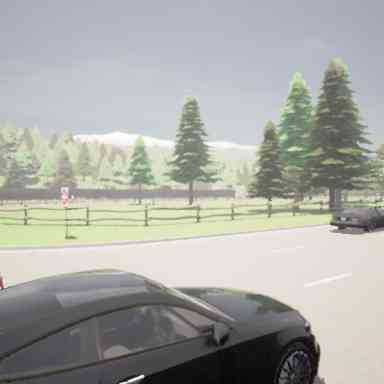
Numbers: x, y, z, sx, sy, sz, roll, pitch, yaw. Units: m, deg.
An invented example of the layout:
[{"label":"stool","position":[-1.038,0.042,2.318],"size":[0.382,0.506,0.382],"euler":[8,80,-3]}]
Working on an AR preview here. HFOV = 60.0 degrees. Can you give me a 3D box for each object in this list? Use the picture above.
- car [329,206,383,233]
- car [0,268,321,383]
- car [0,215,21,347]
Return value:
[{"label":"car","position":[10.367,1.547,19.741],"size":[5.357,1.411,2.033],"euler":[0,0,-36]},{"label":"car","position":[-0.722,1.526,3.231],"size":[4.674,1.442,1.812],"euler":[0,0,-36]},{"label":"car","position":[-5.010,1.352,4.472],"size":[4.553,1.767,2.097],"euler":[0,0,-36]}]
